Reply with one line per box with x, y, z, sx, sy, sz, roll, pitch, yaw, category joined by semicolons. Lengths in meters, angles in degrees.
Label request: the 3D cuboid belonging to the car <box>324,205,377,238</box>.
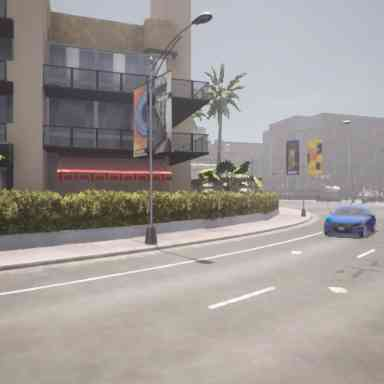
8.643;1.477;17.939;1.882;1.535;5.008;0;0;37;car
